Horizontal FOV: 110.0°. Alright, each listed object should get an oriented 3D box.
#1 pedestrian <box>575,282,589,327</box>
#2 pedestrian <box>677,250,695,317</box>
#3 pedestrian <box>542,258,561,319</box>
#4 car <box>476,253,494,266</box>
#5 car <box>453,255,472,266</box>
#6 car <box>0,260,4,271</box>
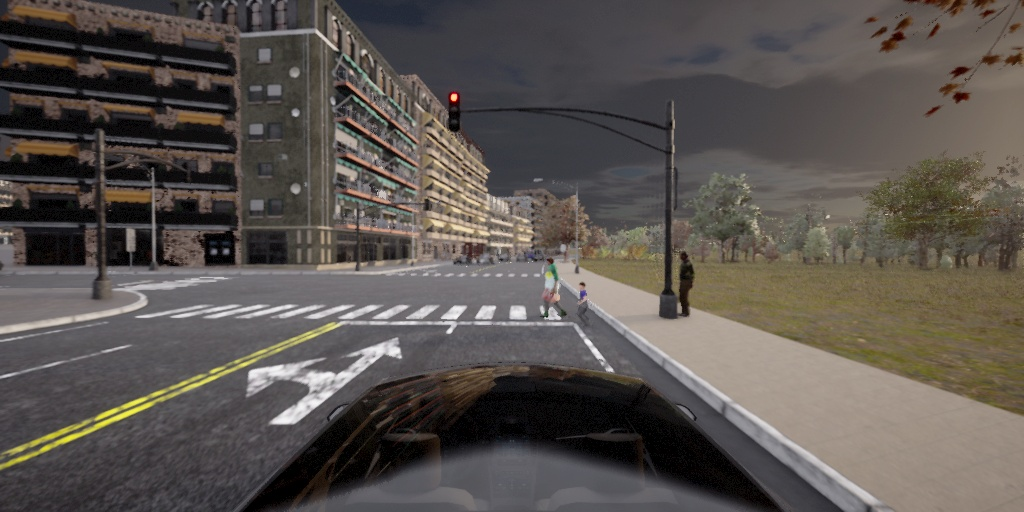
[{"bbox_3d":[1.939,1.198,9.468,0.375,1.300,0.375,0,1,1],"label":"pedestrian"},{"bbox_3d":[4.805,0.760,10.007,0.375,1.860,0.375,0,1,1],"label":"pedestrian"},{"bbox_3d":[1.172,0.899,10.679,0.375,1.860,0.375,0,1,1],"label":"pedestrian"},{"bbox_3d":[-3.709,0.545,50.259,2.128,1.511,4.902,0,1,7],"label":"car"},{"bbox_3d":[-6.943,0.609,50.579,1.994,1.385,4.181,0,1,7],"label":"car"},{"bbox_3d":[-32.528,0.441,20.453,4.403,1.370,2.007,0,0,-18],"label":"car"}]
